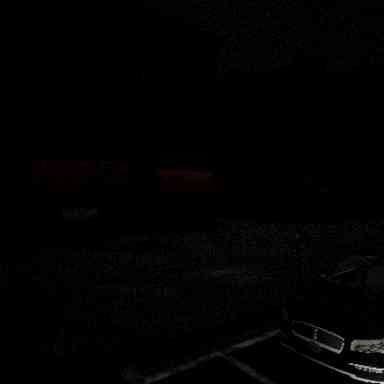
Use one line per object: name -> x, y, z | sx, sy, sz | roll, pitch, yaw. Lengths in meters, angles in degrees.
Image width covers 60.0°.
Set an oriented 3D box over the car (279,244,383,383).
car -> 3.181, 1.544, 5.096 | 4.403, 1.369, 2.008 | 0, 0, -36
